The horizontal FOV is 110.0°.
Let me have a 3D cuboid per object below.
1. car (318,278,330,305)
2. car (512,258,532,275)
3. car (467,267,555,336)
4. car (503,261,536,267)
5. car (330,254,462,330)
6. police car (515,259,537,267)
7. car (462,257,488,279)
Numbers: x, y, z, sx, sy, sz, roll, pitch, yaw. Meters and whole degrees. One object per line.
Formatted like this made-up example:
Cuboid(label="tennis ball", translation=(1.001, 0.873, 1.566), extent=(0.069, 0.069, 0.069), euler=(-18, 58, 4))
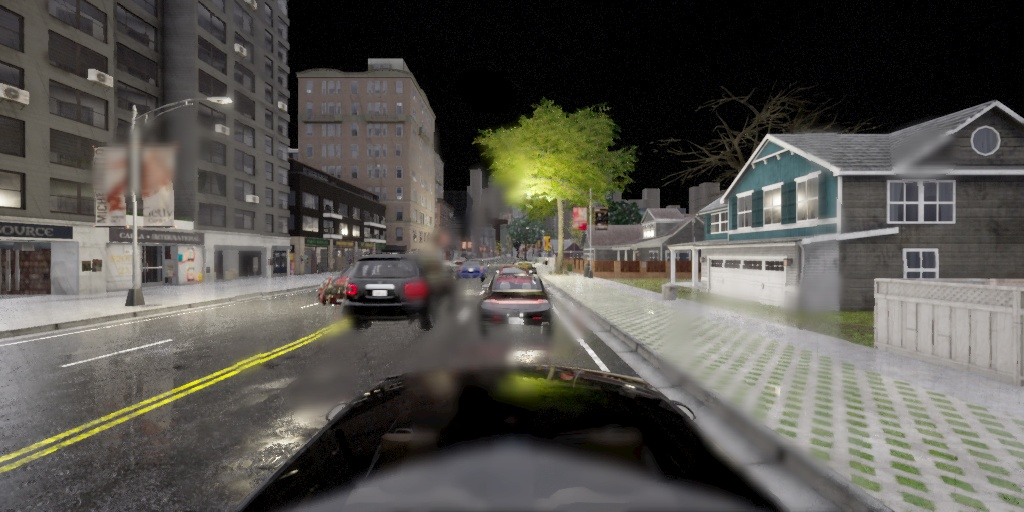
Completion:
Cuboid(label="car", translation=(-6.581, 1.096, 15.968), extent=(2.097, 1.767, 4.553), euler=(0, 0, 0))
Cuboid(label="car", translation=(1.023, 1.067, 39.459), extent=(2.097, 1.767, 4.553), euler=(0, 0, 0))
Cuboid(label="car", translation=(0.114, 1.239, 10.366), extent=(2.128, 1.511, 4.902), euler=(0, 0, 0))
Cuboid(label="car", translation=(0.124, 1.218, 19.869), extent=(1.882, 1.535, 5.008), euler=(0, 0, 0))
Cuboid(label="car", translation=(-3.136, 0.969, 11.195), extent=(2.150, 2.045, 5.566), euler=(0, 0, 0))
Cuboid(label="police car", translation=(1.011, 1.155, 29.598), extent=(1.930, 1.638, 5.238), euler=(0, 0, 0))
Cuboid(label="car", translation=(-3.118, 1.081, 29.267), extent=(2.097, 1.767, 4.553), euler=(0, 0, 0))
